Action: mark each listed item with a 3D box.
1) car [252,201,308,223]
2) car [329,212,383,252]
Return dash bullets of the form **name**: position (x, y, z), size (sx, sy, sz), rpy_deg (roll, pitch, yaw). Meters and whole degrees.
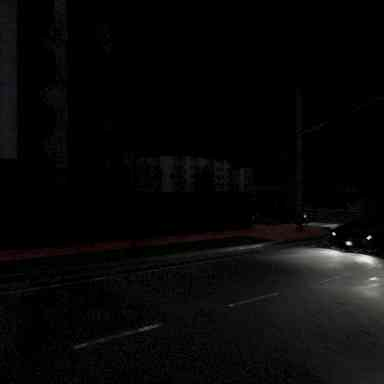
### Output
- **car**: position (6.727, 1.491, 26.027), size (2.128, 1.511, 4.902), rpy_deg (0, 0, -36)
- **car**: position (8.063, 1.547, 14.057), size (5.357, 1.411, 2.033), rpy_deg (0, 0, -36)
